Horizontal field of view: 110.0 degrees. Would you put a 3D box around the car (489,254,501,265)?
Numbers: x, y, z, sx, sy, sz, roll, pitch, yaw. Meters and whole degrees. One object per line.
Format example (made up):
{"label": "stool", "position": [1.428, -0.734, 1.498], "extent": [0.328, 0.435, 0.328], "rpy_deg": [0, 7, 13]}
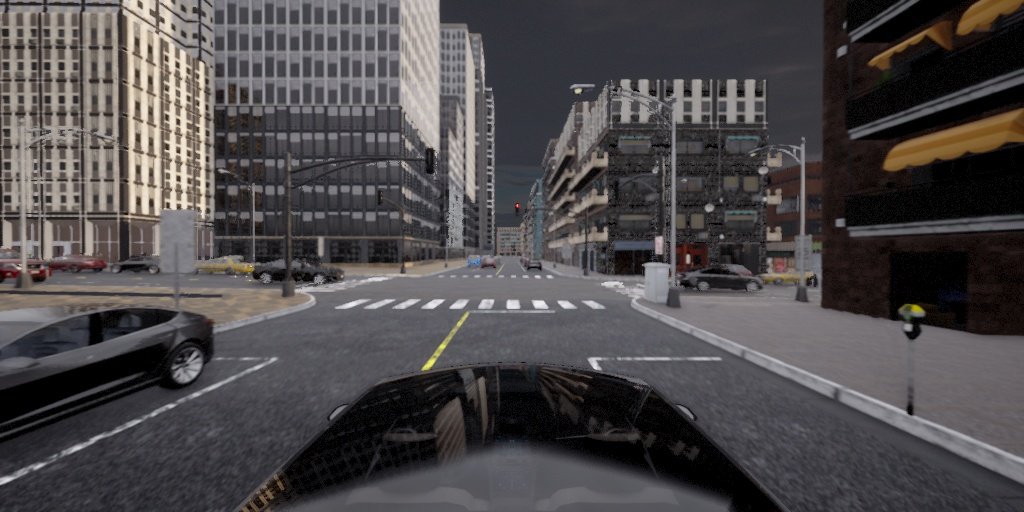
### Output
{"label": "car", "position": [-3.035, 0.863, 64.067], "extent": [2.128, 1.511, 4.902], "rpy_deg": [0, 0, 1]}

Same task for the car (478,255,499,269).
{"label": "car", "position": [-3.079, 0.943, 48.000], "extent": [1.882, 1.535, 5.008], "rpy_deg": [0, 0, 0]}

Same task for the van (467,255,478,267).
{"label": "van", "position": [-5.698, 0.772, 53.715], "extent": [1.690, 1.789, 3.998], "rpy_deg": [0, 0, 0]}

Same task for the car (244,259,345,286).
{"label": "car", "position": [-12.697, 0.906, 21.519], "extent": [5.008, 1.535, 1.882], "rpy_deg": [1, 1, -1]}

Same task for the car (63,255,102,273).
{"label": "car", "position": [-33.112, 0.567, 26.982], "extent": [4.207, 1.307, 1.802], "rpy_deg": [0, 0, -1]}

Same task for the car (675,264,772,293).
{"label": "car", "position": [12.556, 1.409, 21.811], "extent": [4.892, 1.490, 1.837], "rpy_deg": [1, 1, -1]}

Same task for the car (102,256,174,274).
{"label": "car", "position": [-27.493, 0.656, 27.047], "extent": [4.313, 1.339, 1.948], "rpy_deg": [0, 0, -1]}

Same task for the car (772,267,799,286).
{"label": "car", "position": [21.361, 1.538, 27.612], "extent": [4.829, 1.417, 1.751], "rpy_deg": [0, 0, -1]}

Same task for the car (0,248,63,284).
{"label": "car", "position": [-27.389, 0.483, 18.667], "extent": [5.009, 1.841, 2.192], "rpy_deg": [0, 0, -1]}

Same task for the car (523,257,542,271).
{"label": "car", "position": [2.684, 1.057, 43.750], "extent": [1.948, 1.339, 4.313], "rpy_deg": [0, 0, 0]}

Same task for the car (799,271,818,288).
{"label": "car", "position": [23.442, 1.577, 25.034], "extent": [4.892, 1.490, 1.837], "rpy_deg": [1, 1, -1]}

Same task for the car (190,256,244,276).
{"label": "car", "position": [-22.049, 0.720, 27.197], "extent": [4.829, 1.417, 1.751], "rpy_deg": [0, 0, -1]}

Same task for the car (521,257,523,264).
{"label": "car", "position": [2.682, 0.977, 53.717], "extent": [1.888, 1.381, 4.507], "rpy_deg": [0, 0, 0]}

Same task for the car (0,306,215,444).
{"label": "car", "position": [-5.691, 1.300, 4.104], "extent": [1.948, 1.339, 4.313], "rpy_deg": [0, 0, 0]}
